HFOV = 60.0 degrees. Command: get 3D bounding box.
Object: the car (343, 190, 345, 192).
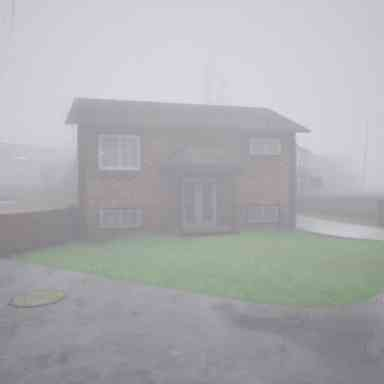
[{"bbox_3d":[21.553,0.165,50.924,3.633,1.501,1.845,0,1,31],"label":"car"}]
